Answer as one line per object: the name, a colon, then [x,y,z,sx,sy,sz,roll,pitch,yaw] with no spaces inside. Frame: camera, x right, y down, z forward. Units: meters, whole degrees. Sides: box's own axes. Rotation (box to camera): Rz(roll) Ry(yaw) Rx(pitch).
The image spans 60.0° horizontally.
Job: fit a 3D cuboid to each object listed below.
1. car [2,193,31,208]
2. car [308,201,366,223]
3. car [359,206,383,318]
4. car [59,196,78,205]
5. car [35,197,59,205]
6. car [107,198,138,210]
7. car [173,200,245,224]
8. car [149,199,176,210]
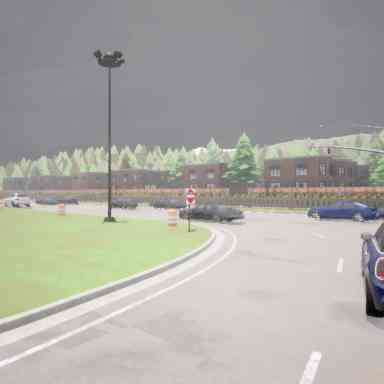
car: [-25.536,1.215,48.298,5.566,2.045,2.150,-1,-1,41]
car: [11.518,1.477,25.603,5.008,1.535,1.882,0,0,41]
car: [4.807,1.352,7.050,2.097,1.767,4.553,0,0,26]
car: [-22.310,1.506,59.379,4.892,1.490,1.837,1,0,41]
car: [-25.442,1.565,57.456,4.181,1.385,1.994,0,0,41]
car: [-9.114,1.490,43.385,4.902,1.511,2.128,0,0,41]
car: [1.362,1.548,25.116,5.357,1.411,2.033,0,0,41]
car: [-3.215,1.547,42.920,5.357,1.411,2.033,0,0,41]
